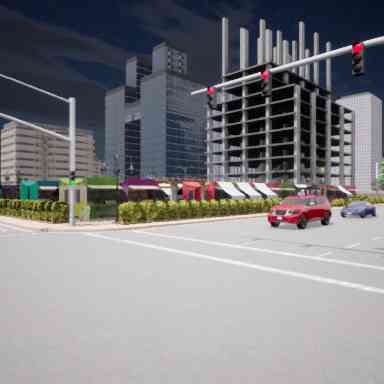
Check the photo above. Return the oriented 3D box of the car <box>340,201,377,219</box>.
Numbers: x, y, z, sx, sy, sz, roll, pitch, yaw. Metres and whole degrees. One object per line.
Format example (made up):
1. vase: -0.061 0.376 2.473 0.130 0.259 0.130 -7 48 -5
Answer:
1. car: 14.799 1.526 29.440 4.674 1.442 1.812 0 0 -45

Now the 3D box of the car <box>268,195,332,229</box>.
1. car: 7.226 1.221 21.934 5.566 2.045 2.150 0 0 -45
